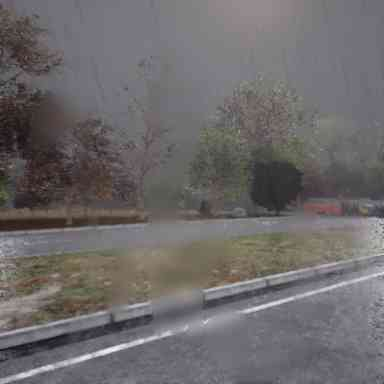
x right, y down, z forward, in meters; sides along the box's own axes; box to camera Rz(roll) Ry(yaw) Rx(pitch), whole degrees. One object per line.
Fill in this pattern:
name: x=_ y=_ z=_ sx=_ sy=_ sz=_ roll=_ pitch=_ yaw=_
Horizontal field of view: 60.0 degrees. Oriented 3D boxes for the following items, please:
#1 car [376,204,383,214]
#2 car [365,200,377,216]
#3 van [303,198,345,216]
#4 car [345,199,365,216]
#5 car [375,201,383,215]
car: x=31.132 y=2.702 z=50.515 sx=2.097 sy=1.535 sz=5.008 roll=3 pitch=-2 yaw=-35
car: x=19.966 y=2.177 z=42.339 sx=1.946 sy=1.575 sz=5.366 roll=3 pitch=-1 yaw=-35
van: x=15.189 y=1.764 z=39.307 sx=1.878 sy=1.987 sz=4.442 roll=2 pitch=-1 yaw=-35
car: x=17.596 y=1.831 z=40.912 sx=2.435 sy=2.045 sz=5.566 roll=2 pitch=-1 yaw=-35
car: x=22.114 y=2.284 z=44.089 sx=2.231 sy=1.521 sz=4.892 roll=3 pitch=-2 yaw=-35
